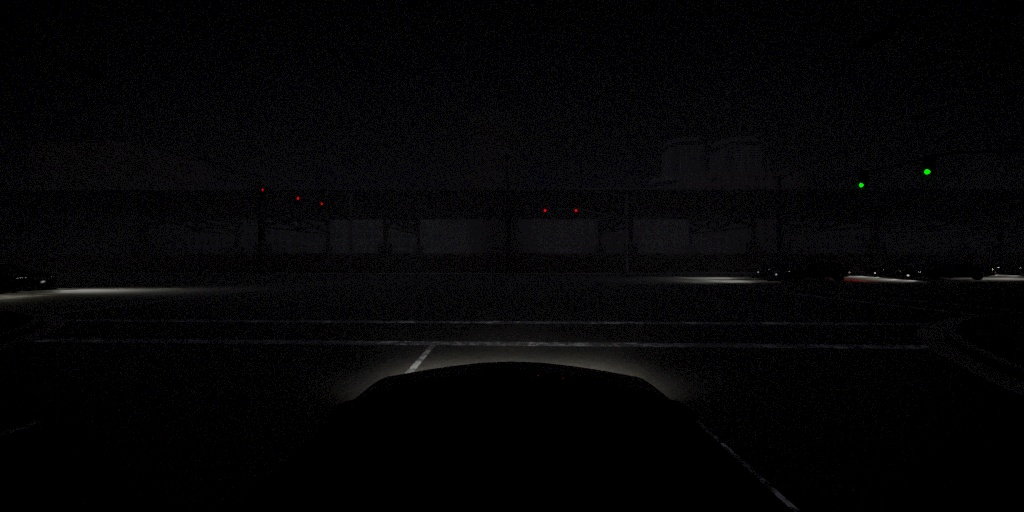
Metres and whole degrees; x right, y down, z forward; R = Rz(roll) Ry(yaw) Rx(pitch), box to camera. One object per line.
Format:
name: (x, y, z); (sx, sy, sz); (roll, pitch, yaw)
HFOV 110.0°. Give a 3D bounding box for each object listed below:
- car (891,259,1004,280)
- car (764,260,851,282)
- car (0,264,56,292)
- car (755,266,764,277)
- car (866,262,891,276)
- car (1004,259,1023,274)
car: (31.761, 1.010, 26.282); (5.357, 1.411, 2.033); (-1, 0, 1)
car: (22.053, 1.070, 26.531); (4.902, 1.511, 2.128); (-1, 0, 1)
car: (-29.445, 1.220, 20.708); (4.902, 1.511, 2.128); (0, 0, 2)
car: (23.110, 1.056, 30.011); (4.902, 1.511, 2.128); (-1, 0, 2)
car: (32.850, 0.991, 29.754); (5.357, 1.411, 2.033); (-1, 0, 1)
car: (43.500, 0.816, 29.466); (5.357, 1.411, 2.033); (-1, 0, 2)
